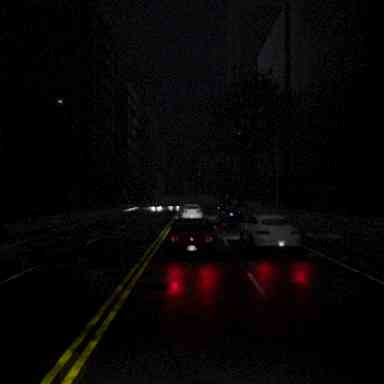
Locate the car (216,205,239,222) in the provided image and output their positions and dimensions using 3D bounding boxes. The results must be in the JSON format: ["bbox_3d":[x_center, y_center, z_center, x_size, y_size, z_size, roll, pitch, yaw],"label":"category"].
[{"bbox_3d":[3.253,1.825,29.328,1.994,1.385,4.181,0,0,0],"label":"car"}]

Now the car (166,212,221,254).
[{"bbox_3d":[0.000,1.730,14.109,1.895,1.301,4.718,0,0,0],"label":"car"}]

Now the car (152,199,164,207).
[{"bbox_3d":[-6.513,2.031,63.447,2.128,1.511,4.902,0,-1,0],"label":"car"}]

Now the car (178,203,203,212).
[{"bbox_3d":[0.002,1.787,29.379,1.812,1.442,4.674,0,0,0],"label":"car"}]

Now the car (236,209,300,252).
[{"bbox_3d":[3.253,1.657,14.384,1.812,1.442,4.674,0,0,0],"label":"car"}]

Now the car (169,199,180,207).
[{"bbox_3d":[-3.261,2.102,63.432,1.994,1.385,4.181,0,0,0],"label":"car"}]
